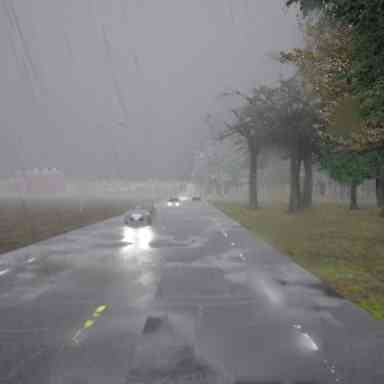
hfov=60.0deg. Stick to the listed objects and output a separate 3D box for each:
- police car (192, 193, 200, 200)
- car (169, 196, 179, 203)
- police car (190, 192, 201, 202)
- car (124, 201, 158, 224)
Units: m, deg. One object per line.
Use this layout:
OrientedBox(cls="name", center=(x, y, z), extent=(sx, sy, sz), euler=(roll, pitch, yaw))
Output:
OrientedBox(cls="police car", center=(1.031, 1.123, 88.448), extent=(1.930, 1.638, 5.238), euler=(0, 0, 0))
OrientedBox(cls="car", center=(-3.521, 1.412, 65.269), extent=(1.895, 1.301, 4.718), euler=(0, 0, 0))
OrientedBox(cls="police car", center=(1.034, 1.205, 72.446), extent=(1.930, 1.638, 5.238), euler=(0, 0, 0))
OrientedBox(cls="car", center=(-3.603, 1.448, 24.037), extent=(2.128, 1.511, 4.902), euler=(0, 0, 0))
